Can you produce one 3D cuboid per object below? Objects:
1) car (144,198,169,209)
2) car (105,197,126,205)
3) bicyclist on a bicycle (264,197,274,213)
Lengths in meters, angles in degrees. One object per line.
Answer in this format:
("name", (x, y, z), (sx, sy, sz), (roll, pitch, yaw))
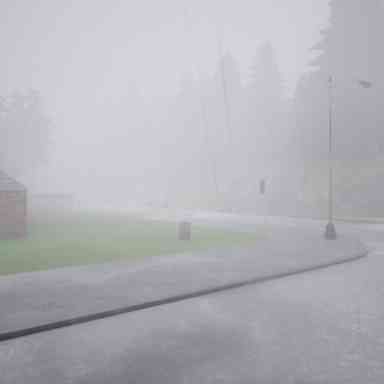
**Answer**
("car", (-4.818, 1.526, 45.561), (1.812, 1.442, 4.674), (0, 0, -35))
("car", (-13.196, 1.547, 57.242), (2.033, 1.411, 5.357), (0, 0, -35))
("bicyclist on a bicycle", (8.053, 1.349, 34.740), (1.656, 1.620, 0.582), (0, 0, -36))
